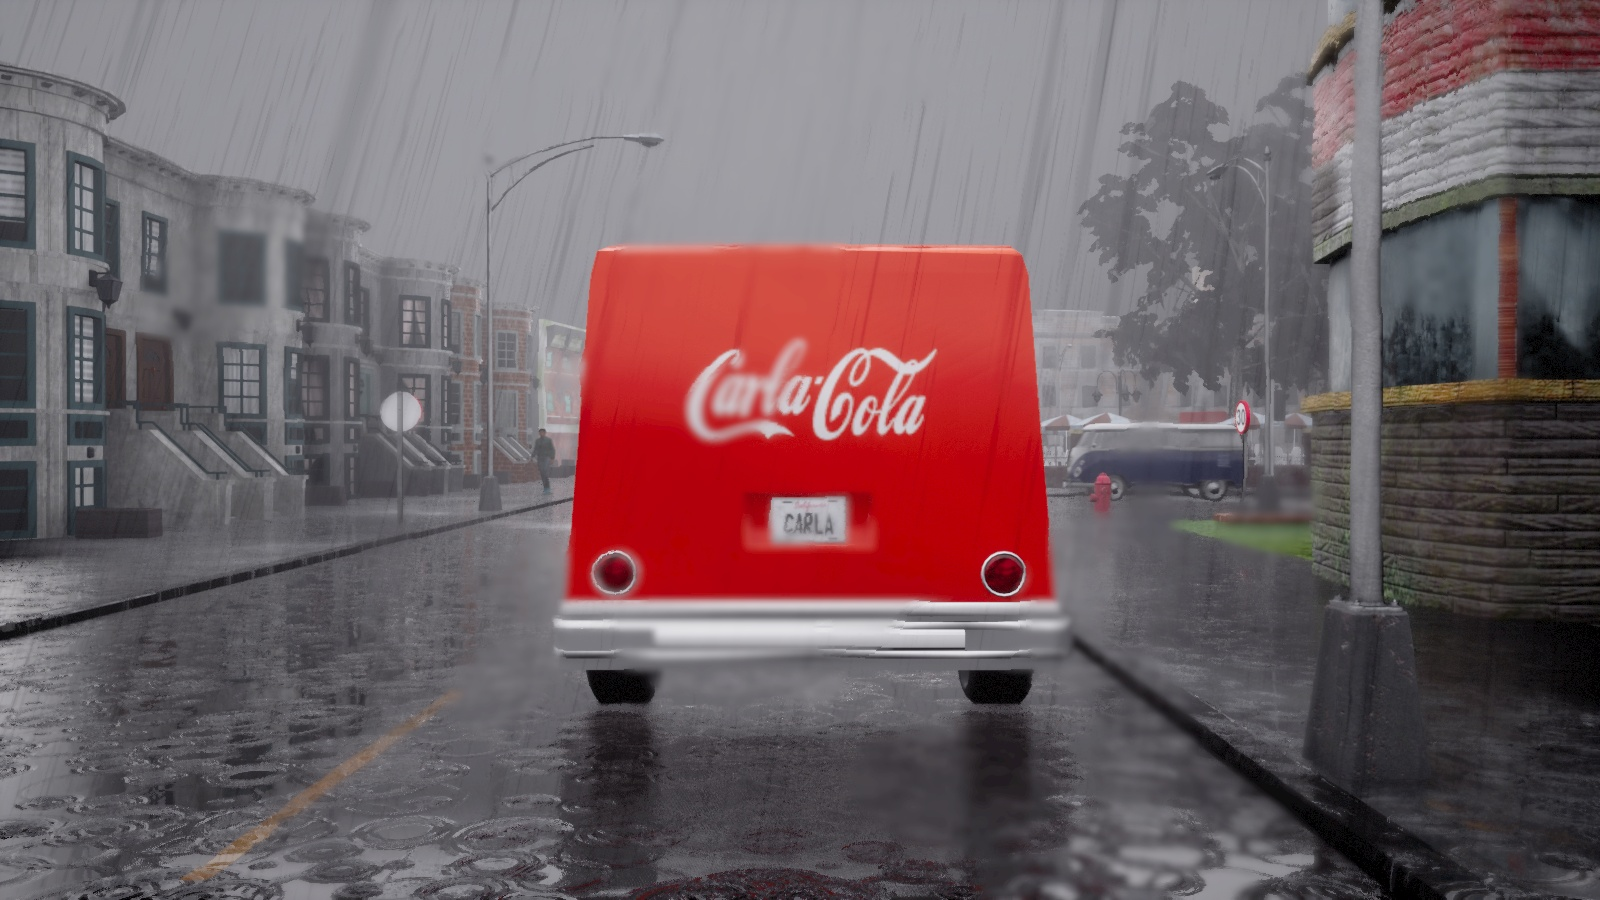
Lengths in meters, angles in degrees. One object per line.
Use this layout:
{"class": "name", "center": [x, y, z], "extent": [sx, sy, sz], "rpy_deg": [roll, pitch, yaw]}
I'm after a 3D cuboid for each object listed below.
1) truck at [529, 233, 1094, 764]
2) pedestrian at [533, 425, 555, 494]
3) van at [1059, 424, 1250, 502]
{"class": "truck", "center": [0.065, 0.212, 8.449], "extent": [2.627, 2.467, 5.204], "rpy_deg": [0, 0, 0]}
{"class": "pedestrian", "center": [-6.891, 0.260, 33.795], "extent": [0.353, 1.847, 0.614], "rpy_deg": [0, 0, 13]}
{"class": "van", "center": [9.109, 0.323, 32.530], "extent": [4.442, 1.987, 1.775], "rpy_deg": [0, 0, 0]}
